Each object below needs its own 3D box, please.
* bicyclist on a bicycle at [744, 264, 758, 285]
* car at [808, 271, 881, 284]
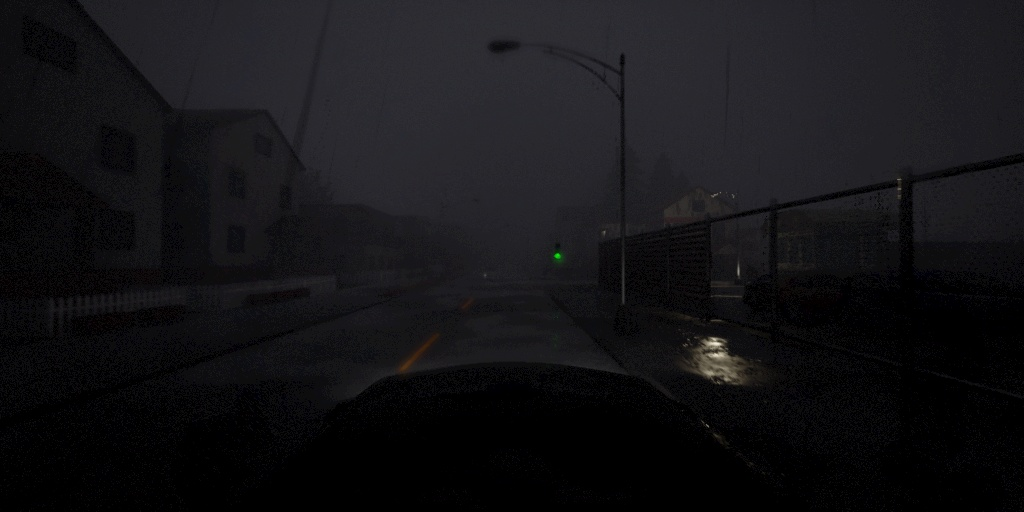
[{"bbox_3d":[17.737,1.435,26.574,0.582,1.620,1.656,0,-1,0],"label":"bicyclist on a bicycle"},{"bbox_3d":[32.326,1.704,34.909,4.892,1.490,1.837,0,-1,1],"label":"car"}]
